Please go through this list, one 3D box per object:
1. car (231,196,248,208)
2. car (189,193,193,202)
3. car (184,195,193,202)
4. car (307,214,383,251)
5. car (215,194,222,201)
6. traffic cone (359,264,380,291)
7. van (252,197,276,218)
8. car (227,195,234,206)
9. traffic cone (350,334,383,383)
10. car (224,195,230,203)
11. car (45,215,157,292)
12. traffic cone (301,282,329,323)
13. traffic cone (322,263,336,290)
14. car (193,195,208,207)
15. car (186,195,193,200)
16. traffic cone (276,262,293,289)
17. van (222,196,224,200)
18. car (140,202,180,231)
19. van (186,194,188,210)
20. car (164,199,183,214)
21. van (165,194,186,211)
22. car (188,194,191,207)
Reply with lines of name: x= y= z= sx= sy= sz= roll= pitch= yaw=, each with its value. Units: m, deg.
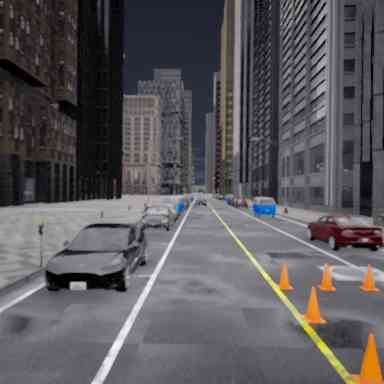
car: x=7.075 y=1.644 z=48.230 sx=1.802 sy=1.307 sz=4.206 roll=0 pitch=0 yaw=1
car: x=-1.446 y=1.274 z=48.402 sx=2.192 sy=1.841 sz=5.009 roll=0 pitch=0 yaw=1
car: x=-0.868 y=1.494 z=76.600 sx=1.887 sy=1.381 sz=4.507 roll=0 pitch=0 yaw=1
car: x=6.378 y=1.615 z=14.393 sx=1.887 sy=1.381 sz=4.507 roll=0 pitch=0 yaw=1
car: x=7.888 y=1.593 z=87.707 sx=1.887 sy=1.381 sz=4.507 roll=0 pitch=0 yaw=1
traffic cone: x=4.205 y=2.003 z=7.901 sx=0.340 sy=0.580 sz=0.340 roll=1 pitch=0 yaw=1
van: x=6.728 y=1.407 z=31.312 sx=1.690 sy=1.788 sz=3.998 roll=0 pitch=0 yaw=1
car: x=7.191 y=1.642 z=53.870 sx=1.802 sy=1.307 sz=4.206 roll=0 pitch=0 yaw=1
traffic cone: x=2.123 y=1.979 z=3.943 sx=0.340 sy=0.580 sz=0.340 roll=1 pitch=0 yaw=1
car: x=7.307 y=1.625 z=59.509 sx=1.947 sy=1.339 sz=4.313 roll=0 pitch=0 yaw=1
car: x=-2.261 y=1.534 z=8.925 sx=1.947 sy=1.339 sz=4.313 roll=0 pitch=0 yaw=1
traffic cone: x=2.164 y=1.979 z=5.942 sx=0.340 sy=0.580 sz=0.340 roll=1 pitch=0 yaw=1
traffic cone: x=3.205 y=1.990 z=7.922 sx=0.340 sy=0.580 sz=0.340 roll=1 pitch=0 yaw=1
car: x=1.384 y=1.539 z=51.576 sx=2.033 sy=1.411 sz=5.357 roll=1 pitch=0 yaw=1
car: x=-0.636 y=1.511 z=87.879 sx=1.947 sy=1.339 sz=4.313 roll=0 pitch=0 yaw=1
traffic cone: x=2.206 y=1.978 z=7.942 sx=0.340 sy=0.580 sz=0.340 roll=1 pitch=0 yaw=1
van: x=7.425 y=1.398 z=65.149 sx=1.690 sy=1.788 sz=3.998 roll=0 pitch=0 yaw=1
car: x=-2.028 y=1.517 z=20.204 sx=2.008 sy=1.369 sz=4.403 roll=0 pitch=0 yaw=1
van: x=-1.678 y=1.303 z=37.122 sx=1.690 sy=1.788 sz=3.998 roll=0 pitch=0 yaw=1
car: x=-1.916 y=1.490 z=25.673 sx=1.752 sy=1.417 sz=4.829 roll=0 pitch=0 yaw=1
van: x=-1.795 y=1.304 z=31.482 sx=1.690 sy=1.788 sz=3.998 roll=0 pitch=0 yaw=1
car: x=-1.563 y=1.400 z=42.761 sx=1.967 sy=1.590 sz=4.097 roll=0 pitch=0 yaw=1
